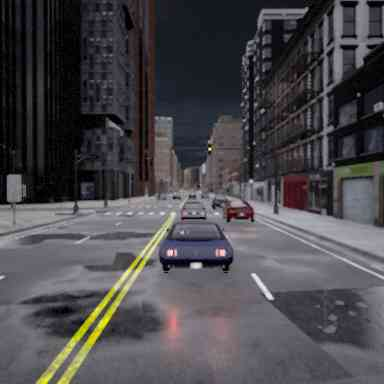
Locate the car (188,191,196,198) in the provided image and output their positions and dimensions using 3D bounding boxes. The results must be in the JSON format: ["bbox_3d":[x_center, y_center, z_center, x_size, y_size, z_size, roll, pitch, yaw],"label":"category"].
[{"bbox_3d":[0.082,0.615,91.635,2.097,1.767,4.553,0,0,0],"label":"car"}]

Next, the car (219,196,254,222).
[{"bbox_3d":[3.305,1.314,24.337,1.882,1.535,5.008,0,0,1],"label":"car"}]

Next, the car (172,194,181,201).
[{"bbox_3d":[-3.187,1.093,70.782,2.033,1.411,5.357,0,0,0],"label":"car"}]

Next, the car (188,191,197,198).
[{"bbox_3d":[0.072,0.960,81.248,1.882,1.535,5.008,0,0,0],"label":"car"}]

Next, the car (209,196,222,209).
[{"bbox_3d":[3.362,1.243,40.402,1.837,1.490,4.892,0,1,0],"label":"car"}]

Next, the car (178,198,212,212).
[{"bbox_3d":[0.121,1.386,23.823,2.033,1.411,5.357,0,0,0],"label":"car"}]

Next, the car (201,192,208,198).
[{"bbox_3d":[3.331,0.760,91.664,1.837,1.490,4.892,0,0,0],"label":"car"}]

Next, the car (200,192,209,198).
[{"bbox_3d":[3.322,1.023,81.246,2.033,1.411,5.357,0,0,0],"label":"car"}]

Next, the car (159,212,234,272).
[{"bbox_3d":[0.109,1.528,10.479,1.895,1.301,4.718,0,0,0],"label":"car"}]

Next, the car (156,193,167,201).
[{"bbox_3d":[-6.437,1.052,70.784,1.837,1.490,4.892,0,0,0],"label":"car"}]
